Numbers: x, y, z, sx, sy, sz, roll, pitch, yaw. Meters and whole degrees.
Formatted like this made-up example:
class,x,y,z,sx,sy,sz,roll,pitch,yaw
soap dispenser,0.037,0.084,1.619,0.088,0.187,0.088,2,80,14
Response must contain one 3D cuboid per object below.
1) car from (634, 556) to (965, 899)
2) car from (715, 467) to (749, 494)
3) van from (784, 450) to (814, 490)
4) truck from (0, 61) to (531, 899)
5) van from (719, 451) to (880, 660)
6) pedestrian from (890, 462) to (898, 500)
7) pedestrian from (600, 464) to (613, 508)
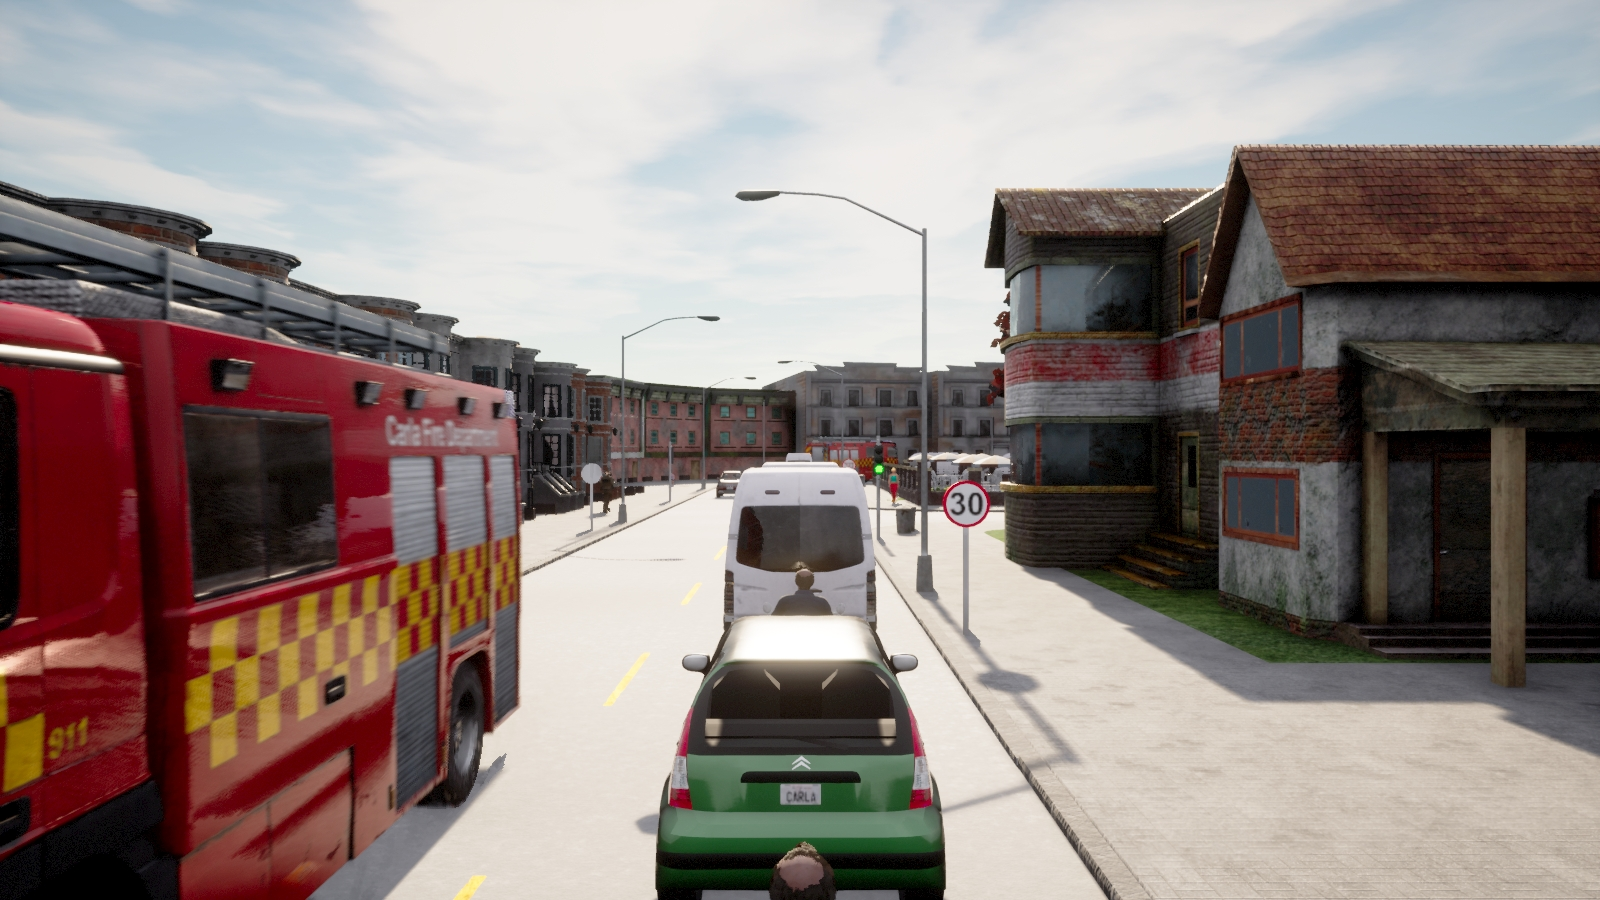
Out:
class,x,y,z,sx,sy,sz,roll,pitch,yaw
car,-0.003,1.776,8.384,1.851,1.617,3.988,0,0,0
car,-4.014,1.781,67.520,1.789,1.549,3.705,0,0,0
van,-0.059,1.286,76.777,1.988,2.561,5.915,0,0,0
truck,-4.006,0.668,6.616,2.891,3.827,8.468,0,0,0
van,-0.006,1.308,17.043,1.988,2.561,5.915,0,0,0
pedestrian,4.588,1.495,55.821,0.375,1.860,0.375,0,0,6
pedestrian,-8.116,1.508,47.935,0.375,1.860,0.375,0,0,19
